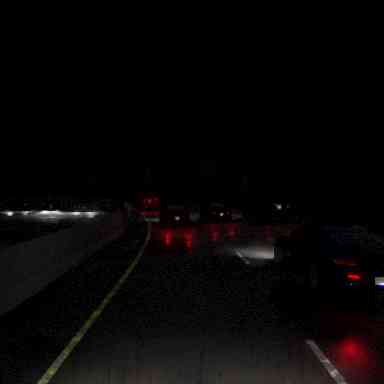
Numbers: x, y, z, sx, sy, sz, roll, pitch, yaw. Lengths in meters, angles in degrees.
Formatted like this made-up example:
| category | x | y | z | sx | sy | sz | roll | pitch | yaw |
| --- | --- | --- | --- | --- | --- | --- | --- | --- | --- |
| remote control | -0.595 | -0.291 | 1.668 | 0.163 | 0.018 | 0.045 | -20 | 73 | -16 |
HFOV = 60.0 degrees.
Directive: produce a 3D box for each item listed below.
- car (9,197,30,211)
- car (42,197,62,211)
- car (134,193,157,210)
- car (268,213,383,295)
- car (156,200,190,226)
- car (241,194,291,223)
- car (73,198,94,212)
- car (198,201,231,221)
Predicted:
| category | x | y | z | sx | sy | sz | roll | pitch | yaw |
| --- | --- | --- | --- | --- | --- | --- | --- | --- | --- |
| car | -20.298 | 1.409 | 39.218 | 1.882 | 1.535 | 5.008 | 0 | 0 | -22 |
| car | -16.870 | 1.412 | 40.062 | 2.128 | 1.511 | 4.902 | 0 | 0 | -22 |
| car | -5.727 | 1.115 | 40.766 | 2.150 | 2.045 | 5.566 | 0 | 0 | -19 |
| car | 3.528 | 1.491 | 8.533 | 1.812 | 1.442 | 4.674 | 0 | 0 | -1 |
| car | -1.243 | 1.448 | 22.873 | 1.812 | 1.442 | 4.674 | 0 | 0 | -9 |
| car | 5.495 | 1.132 | 25.240 | 2.150 | 2.045 | 5.566 | 0 | 0 | -9 |
| car | -12.214 | 1.417 | 37.483 | 1.837 | 1.490 | 4.892 | 0 | 0 | -19 |
| car | 1.737 | 1.437 | 26.266 | 1.812 | 1.442 | 4.674 | 0 | 0 | -10 |
